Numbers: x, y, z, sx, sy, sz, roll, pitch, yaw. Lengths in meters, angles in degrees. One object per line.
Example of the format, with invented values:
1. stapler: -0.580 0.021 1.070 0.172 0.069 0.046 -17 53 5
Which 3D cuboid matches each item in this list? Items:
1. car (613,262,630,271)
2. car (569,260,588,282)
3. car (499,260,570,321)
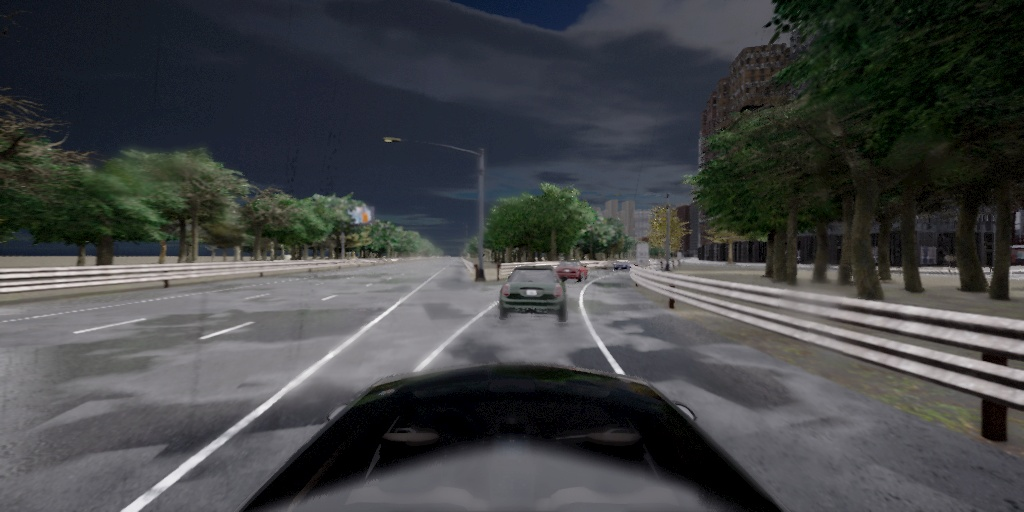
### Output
1. car: 15.957 1.434 50.596 1.895 1.301 4.718 0 0 35
2. car: 4.929 1.139 29.305 2.097 1.767 4.553 1 0 20
3. car: 0.893 1.112 12.801 2.097 1.767 4.553 1 0 8
